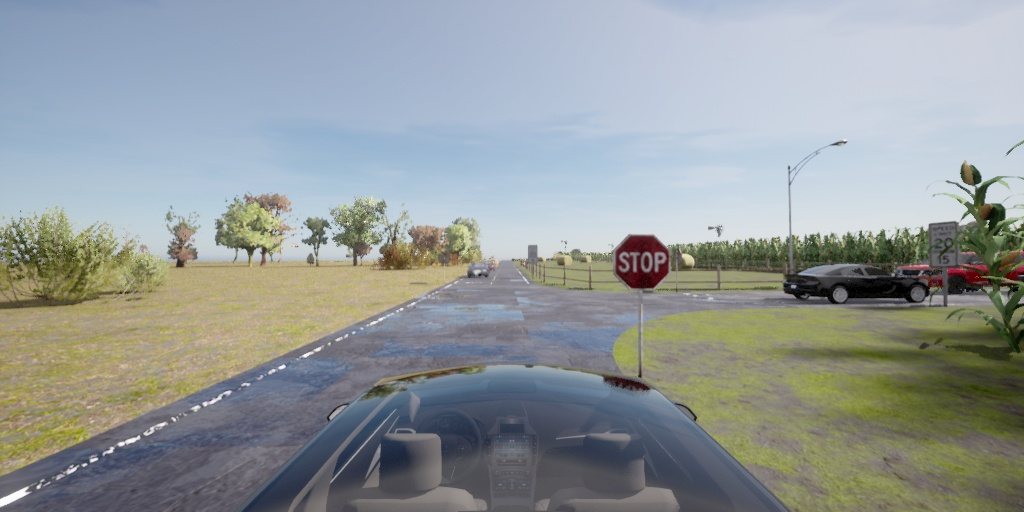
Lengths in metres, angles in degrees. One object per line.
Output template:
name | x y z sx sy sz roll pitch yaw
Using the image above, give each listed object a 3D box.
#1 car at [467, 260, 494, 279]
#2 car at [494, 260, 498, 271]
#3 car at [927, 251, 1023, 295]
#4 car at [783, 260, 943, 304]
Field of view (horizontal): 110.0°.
car | -3.103 1.292 33.705 2.128 1.511 4.902 0 0 -1
car | -3.319 1.404 49.758 1.994 1.385 4.181 0 0 -1
car | 22.206 0.785 17.637 5.566 2.045 2.150 -1 -1 -1
car | 13.925 1.075 14.633 5.008 1.535 1.882 -1 -1 -1
